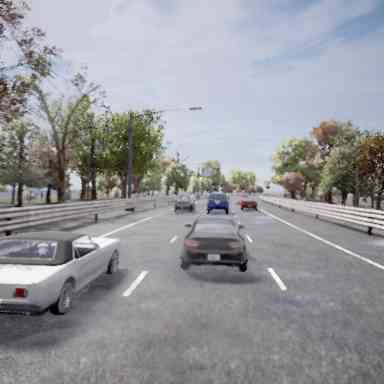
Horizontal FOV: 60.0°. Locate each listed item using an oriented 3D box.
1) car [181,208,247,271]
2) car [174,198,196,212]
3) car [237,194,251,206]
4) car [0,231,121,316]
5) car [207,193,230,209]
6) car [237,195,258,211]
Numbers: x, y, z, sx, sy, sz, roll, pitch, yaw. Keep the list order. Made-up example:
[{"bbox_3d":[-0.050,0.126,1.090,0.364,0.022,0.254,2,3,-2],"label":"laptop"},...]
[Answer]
[{"bbox_3d":[0.722,1.492,10.775,1.812,1.442,4.674,1,0,4],"label":"car"},{"bbox_3d":[-0.686,1.342,35.546,2.128,1.511,4.902,1,0,6],"label":"car"},{"bbox_3d":[8.766,1.286,56.218,2.097,1.767,4.553,1,0,9],"label":"car"},{"bbox_3d":[-3.025,1.520,7.307,1.895,1.301,4.718,1,0,4],"label":"car"},{"bbox_3d":[2.752,1.132,34.735,2.150,2.045,5.566,1,1,6],"label":"car"},{"bbox_3d":[6.926,1.433,40.743,1.882,1.535,5.008,1,0,6],"label":"car"}]
